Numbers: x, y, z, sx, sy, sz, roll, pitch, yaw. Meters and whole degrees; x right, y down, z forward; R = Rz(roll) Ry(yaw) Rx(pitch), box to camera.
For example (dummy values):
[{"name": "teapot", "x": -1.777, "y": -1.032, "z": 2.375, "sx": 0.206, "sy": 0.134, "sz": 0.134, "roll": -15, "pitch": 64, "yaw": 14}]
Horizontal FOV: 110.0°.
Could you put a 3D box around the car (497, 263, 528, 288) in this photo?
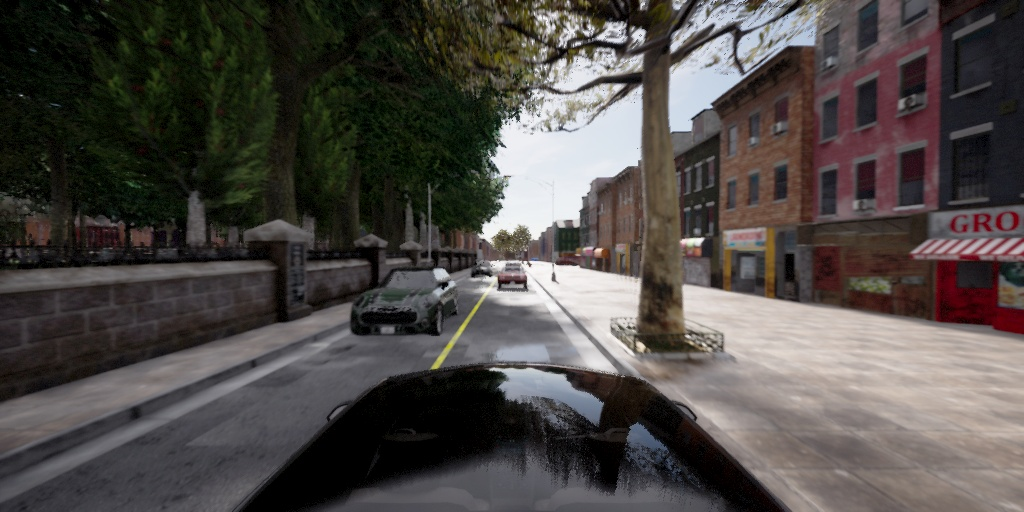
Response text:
[{"name": "car", "x": 0.047, "y": 1.342, "z": 23.742, "sx": 1.895, "sy": 1.301, "sz": 4.718, "roll": 0, "pitch": 0, "yaw": 0}]

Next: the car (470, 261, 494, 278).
[{"name": "car", "x": -2.779, "y": 1.250, "z": 34.009, "sx": 1.837, "sy": 1.490, "sz": 4.892, "roll": 0, "pitch": -1, "yaw": 0}]

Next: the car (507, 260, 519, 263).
[{"name": "car", "x": 0.089, "y": 1.239, "z": 44.475, "sx": 2.128, "sy": 1.511, "sz": 4.902, "roll": 0, "pitch": 0, "yaw": 0}]

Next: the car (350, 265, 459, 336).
[{"name": "car", "x": -2.838, "y": 1.095, "z": 10.405, "sx": 2.097, "sy": 1.767, "sz": 4.553, "roll": 0, "pitch": 0, "yaw": 0}]
